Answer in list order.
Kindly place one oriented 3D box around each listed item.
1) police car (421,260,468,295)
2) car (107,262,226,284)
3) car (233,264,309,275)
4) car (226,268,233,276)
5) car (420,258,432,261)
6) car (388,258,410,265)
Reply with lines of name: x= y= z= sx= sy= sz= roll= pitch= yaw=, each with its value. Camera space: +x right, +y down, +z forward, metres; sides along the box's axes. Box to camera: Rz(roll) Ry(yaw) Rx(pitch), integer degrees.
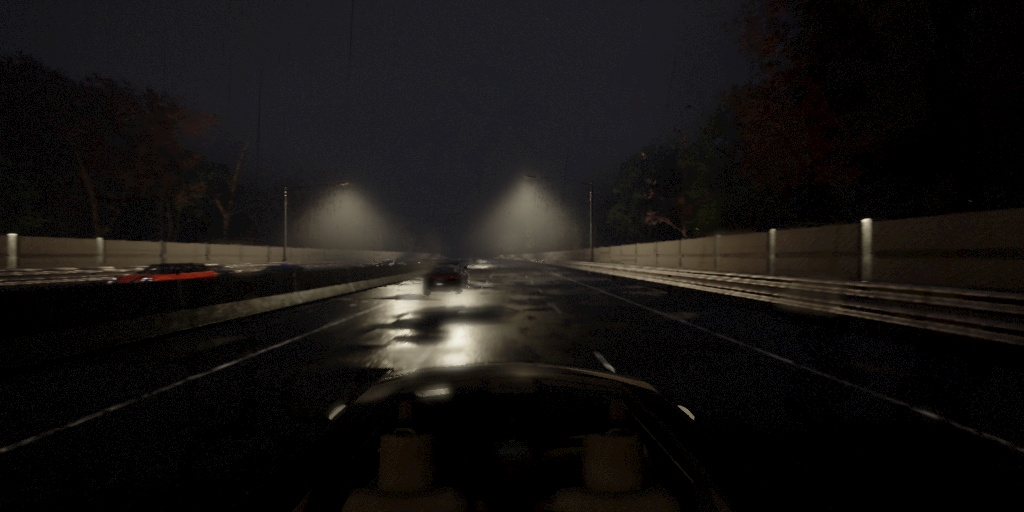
police car: x=-3.617 y=1.201 z=20.311 sx=1.930 sy=1.638 sz=5.238 roll=0 pitch=0 yaw=-1
car: x=-17.681 y=1.139 z=18.419 sx=2.097 sy=1.767 sz=4.553 roll=0 pitch=0 yaw=0
car: x=-14.216 y=1.265 z=22.116 sx=1.882 sy=1.535 sz=5.008 roll=0 pitch=0 yaw=-1
car: x=-21.250 y=1.362 z=24.979 sx=1.994 sy=1.385 sz=4.181 roll=0 pitch=0 yaw=-1
car: x=-15.112 y=1.171 z=63.587 sx=2.097 sy=1.767 sz=4.553 roll=0 pitch=0 yaw=-2
car: x=-18.504 y=1.179 z=59.996 sx=2.097 sy=1.767 sz=4.553 roll=0 pitch=0 yaw=-1
